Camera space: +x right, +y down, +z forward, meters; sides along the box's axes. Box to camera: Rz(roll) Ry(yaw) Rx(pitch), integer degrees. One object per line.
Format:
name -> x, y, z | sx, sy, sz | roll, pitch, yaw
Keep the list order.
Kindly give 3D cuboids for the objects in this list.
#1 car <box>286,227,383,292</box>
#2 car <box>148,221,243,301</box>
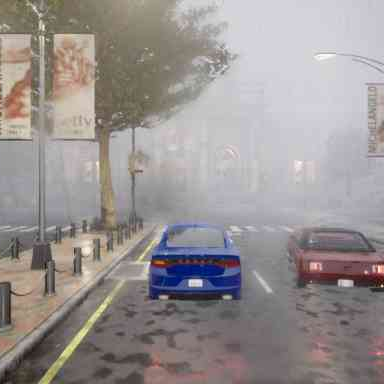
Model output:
car -> 3.679, 1.601, 9.054 | 1.895, 1.301, 4.718 | 0, 0, 13
car -> 0.073, 1.478, 8.428 | 1.882, 1.535, 5.008 | 0, 0, 0
